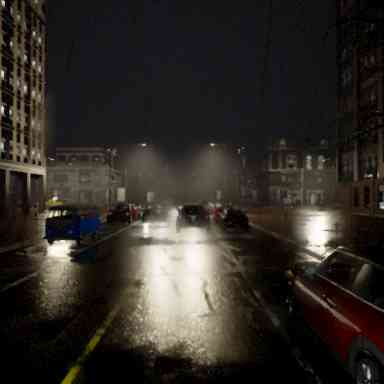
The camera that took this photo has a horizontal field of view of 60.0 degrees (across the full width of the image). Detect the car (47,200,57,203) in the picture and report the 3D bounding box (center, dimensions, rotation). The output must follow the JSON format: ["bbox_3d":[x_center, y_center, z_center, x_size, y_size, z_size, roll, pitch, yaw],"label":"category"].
[{"bbox_3d":[-25.511,2.051,59.703,4.829,1.417,1.752,0,-1,1],"label":"car"}]

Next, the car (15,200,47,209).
[{"bbox_3d":[-25.464,1.948,51.321,4.403,1.369,2.008,0,-1,1],"label":"car"}]

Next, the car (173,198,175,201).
[{"bbox_3d":[-5.769,2.388,82.375,2.008,1.369,4.403,0,-1,0],"label":"car"}]

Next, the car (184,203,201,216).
[{"bbox_3d":[0.062,1.991,38.379,1.895,1.301,4.718,0,-1,0],"label":"car"}]

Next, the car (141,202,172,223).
[{"bbox_3d":[-3.102,1.855,28.554,1.994,1.385,4.181,0,-1,0],"label":"car"}]

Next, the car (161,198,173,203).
[{"bbox_3d":[-5.758,2.307,71.332,1.802,1.307,4.206,0,-1,0],"label":"car"}]

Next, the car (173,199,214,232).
[{"bbox_3d":[0.077,1.574,21.781,2.097,1.767,4.553,0,-1,0],"label":"car"}]

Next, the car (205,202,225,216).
[{"bbox_3d":[2.655,1.946,38.939,2.008,1.369,4.403,0,-1,0],"label":"car"}]

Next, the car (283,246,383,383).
[{"bbox_3d":[2.690,1.490,4.790,1.967,1.590,4.097,0,-1,0],"label":"car"}]

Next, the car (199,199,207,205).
[{"bbox_3d":[2.611,2.418,82.369,1.802,1.307,4.206,0,-1,0],"label":"car"}]

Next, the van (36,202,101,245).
[{"bbox_3d":[-5.702,1.508,16.183,1.690,1.788,3.998,0,-1,0],"label":"van"}]

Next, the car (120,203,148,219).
[{"bbox_3d":[-5.720,1.890,33.256,2.008,1.369,4.403,0,-1,0],"label":"car"}]

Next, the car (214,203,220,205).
[{"bbox_3d":[2.666,1.825,27.556,1.887,1.381,4.507,0,-1,0],"label":"car"}]

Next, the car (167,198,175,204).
[{"bbox_3d":[-5.780,2.391,93.420,1.967,1.590,4.097,0,-1,0],"label":"car"}]

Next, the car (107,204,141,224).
[{"bbox_3d":[-5.713,1.721,27.565,1.967,1.590,4.097,0,-1,0],"label":"car"}]

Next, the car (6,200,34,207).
[{"bbox_3d":[-30.878,2.086,59.779,4.206,1.307,1.802,0,-1,1],"label":"car"}]

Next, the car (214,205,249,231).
[{"bbox_3d":[2.672,1.774,21.864,2.008,1.369,4.403,0,-1,0],"label":"car"}]

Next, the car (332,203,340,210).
[{"bbox_3d":[23.595,2.191,50.578,4.206,1.307,1.802,0,-1,1],"label":"car"}]
